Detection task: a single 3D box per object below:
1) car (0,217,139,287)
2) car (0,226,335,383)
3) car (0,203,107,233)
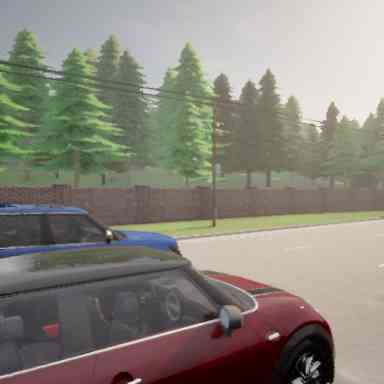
[{"bbox_3d":[-3.862,1.562,9.591,4.181,1.385,1.994,0,0,-36],"label":"car"},{"bbox_3d":[-0.596,1.351,3.321,4.553,1.767,2.097,0,0,-36],"label":"car"},{"bbox_3d":[-2.735,1.221,6.095,5.566,2.045,2.150,0,0,-36],"label":"car"}]
